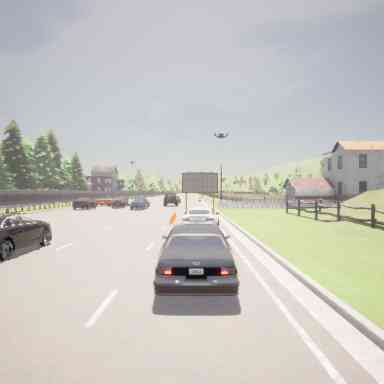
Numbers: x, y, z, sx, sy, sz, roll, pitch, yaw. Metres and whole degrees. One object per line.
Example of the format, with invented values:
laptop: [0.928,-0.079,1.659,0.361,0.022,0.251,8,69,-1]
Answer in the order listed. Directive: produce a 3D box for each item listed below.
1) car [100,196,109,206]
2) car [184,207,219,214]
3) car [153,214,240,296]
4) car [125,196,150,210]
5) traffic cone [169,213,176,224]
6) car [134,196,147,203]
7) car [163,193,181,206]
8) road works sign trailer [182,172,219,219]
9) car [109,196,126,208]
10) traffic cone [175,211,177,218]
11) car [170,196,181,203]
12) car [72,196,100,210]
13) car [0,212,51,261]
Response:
car: [-13.839,1.352,53.104,2.097,1.767,4.553,0,0,0]
car: [0.508,1.539,18.442,1.812,1.442,4.674,0,-1,6]
car: [0.108,1.547,8.795,2.033,1.411,5.357,0,0,1]
car: [-6.865,1.547,44.070,2.033,1.411,5.357,0,0,2]
traffic cone: [-1.460,1.955,23.151,0.340,0.580,0.340,0,0,0]
car: [-10.322,1.564,67.337,1.994,1.385,4.181,0,0,0]
car: [-3.337,1.221,53.331,2.150,2.045,5.566,0,0,0]
road works sign trailer: [0.511,0.464,22.056,2.380,3.560,2.880,0,0,-4]
car: [-10.344,1.525,48.542,1.812,1.442,4.674,0,0,0]
traffic cone: [-1.458,1.955,25.151,0.340,0.580,0.340,0,0,0]
car: [-3.319,1.564,68.547,1.994,1.385,4.181,0,0,0]
car: [-13.849,1.478,43.106,1.882,1.535,5.008,0,0,0]
car: [-6.886,1.491,12.205,2.128,1.511,4.902,0,0,0]
